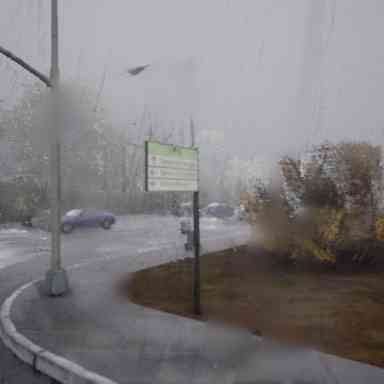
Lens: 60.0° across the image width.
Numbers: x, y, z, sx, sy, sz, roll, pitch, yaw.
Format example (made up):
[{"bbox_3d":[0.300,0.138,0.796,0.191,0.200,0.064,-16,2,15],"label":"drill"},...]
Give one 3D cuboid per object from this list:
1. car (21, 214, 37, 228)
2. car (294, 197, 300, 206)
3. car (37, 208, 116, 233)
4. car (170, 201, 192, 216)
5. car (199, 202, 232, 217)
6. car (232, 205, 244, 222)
[{"bbox_3d":[-9.792,1.830,23.704,1.994,1.385,4.181,-1,0,39],"label":"car"},{"bbox_3d":[14.479,1.469,48.363,1.812,1.442,4.674,-1,1,37],"label":"car"},{"bbox_3d":[-7.106,1.749,21.451,1.812,1.442,4.674,-1,0,39],"label":"car"},{"bbox_3d":[-0.251,1.701,35.603,1.882,1.535,5.008,-1,0,39],"label":"car"},{"bbox_3d":[2.561,1.706,33.516,1.812,1.442,4.674,-1,0,39],"label":"car"},{"bbox_3d":[5.569,1.665,25.922,2.033,1.411,5.357,-1,0,39],"label":"car"}]
